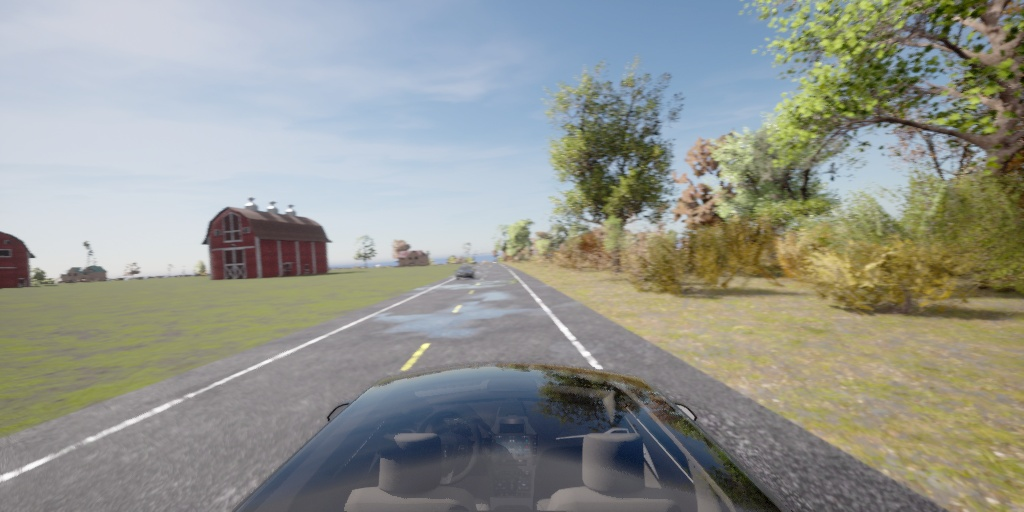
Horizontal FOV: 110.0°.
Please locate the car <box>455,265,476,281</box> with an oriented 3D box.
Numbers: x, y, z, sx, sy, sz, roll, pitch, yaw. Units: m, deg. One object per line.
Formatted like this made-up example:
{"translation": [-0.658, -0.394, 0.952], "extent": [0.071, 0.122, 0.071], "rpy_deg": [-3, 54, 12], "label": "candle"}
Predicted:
{"translation": [-4.874, 1.759, 37.930], "extent": [1.837, 1.490, 4.892], "rpy_deg": [-4, 0, -2], "label": "car"}
